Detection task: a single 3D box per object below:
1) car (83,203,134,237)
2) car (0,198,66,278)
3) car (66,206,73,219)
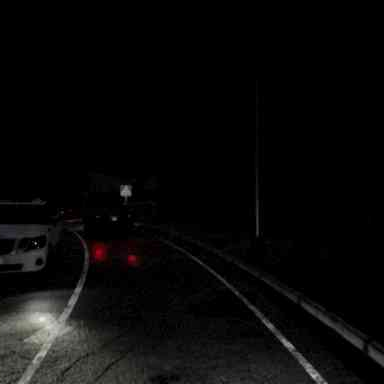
[{"bbox_3d":[-4.702,1.367,18.352,2.097,1.767,4.553,0,0,-24],"label":"car"},{"bbox_3d":[-5.276,1.228,10.158,2.150,2.045,5.566,0,0,-17],"label":"car"},{"bbox_3d":[-12.118,1.749,29.958,1.994,1.385,4.181,0,-1,-33],"label":"car"}]
